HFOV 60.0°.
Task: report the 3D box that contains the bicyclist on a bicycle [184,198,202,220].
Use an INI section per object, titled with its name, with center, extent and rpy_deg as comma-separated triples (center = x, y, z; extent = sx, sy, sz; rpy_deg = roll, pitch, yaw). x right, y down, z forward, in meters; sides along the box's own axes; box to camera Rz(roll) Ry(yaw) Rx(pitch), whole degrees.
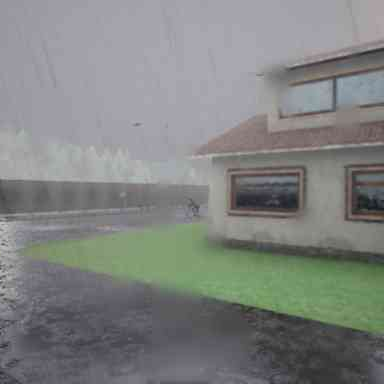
[bicyclist on a bicycle]
center = 0.047, 1.299, 25.338
extent = 1.656, 1.620, 0.582
rpy_deg = 0, 0, 35
